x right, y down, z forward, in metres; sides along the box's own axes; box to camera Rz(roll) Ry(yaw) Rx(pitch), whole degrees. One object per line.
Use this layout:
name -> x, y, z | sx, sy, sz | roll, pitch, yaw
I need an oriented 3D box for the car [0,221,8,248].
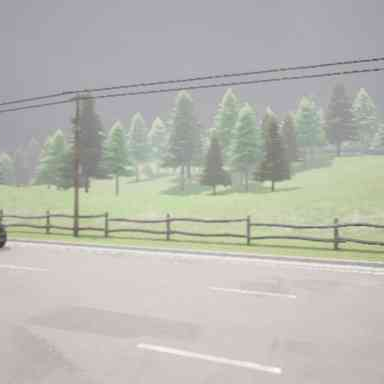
car -> -10.309, 1.557, 14.339 | 4.553, 1.767, 2.097 | 0, -1, 21
